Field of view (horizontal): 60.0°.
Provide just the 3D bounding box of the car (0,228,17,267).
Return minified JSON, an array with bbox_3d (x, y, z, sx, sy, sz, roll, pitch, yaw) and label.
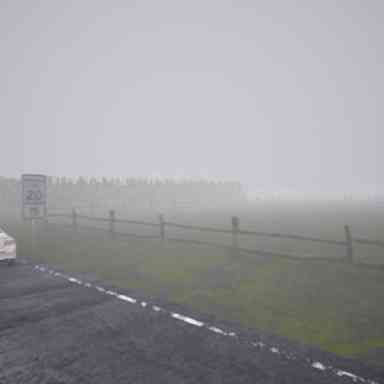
[{"bbox_3d":[-7.221,1.616,10.717,4.674,1.442,1.812,0,-1,43],"label":"car"}]
